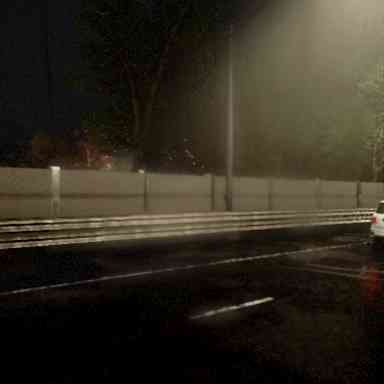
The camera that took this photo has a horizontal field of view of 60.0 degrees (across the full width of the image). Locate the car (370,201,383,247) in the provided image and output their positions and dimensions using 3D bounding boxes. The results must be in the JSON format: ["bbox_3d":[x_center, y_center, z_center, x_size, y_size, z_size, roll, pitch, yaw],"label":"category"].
[{"bbox_3d":[10.071,1.347,14.414,5.566,2.045,2.150,0,0,-31],"label":"car"}]
